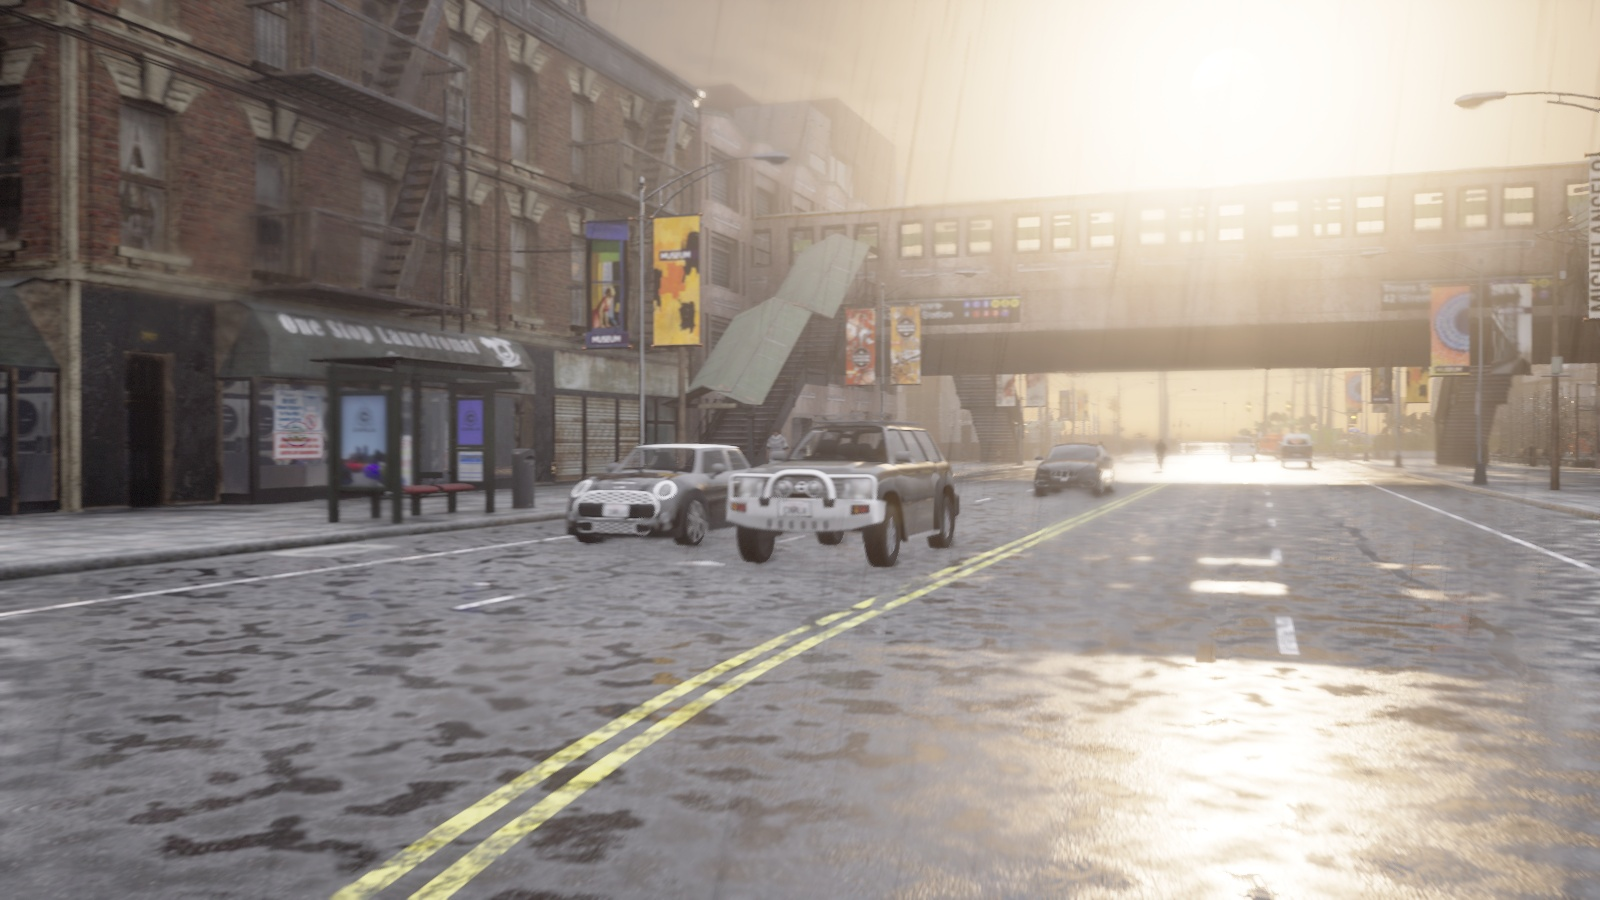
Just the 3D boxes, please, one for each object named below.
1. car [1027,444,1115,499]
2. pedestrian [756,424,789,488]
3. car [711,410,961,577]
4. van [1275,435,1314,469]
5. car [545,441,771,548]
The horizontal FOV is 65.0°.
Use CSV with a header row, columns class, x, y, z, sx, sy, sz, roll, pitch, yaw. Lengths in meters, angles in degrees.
class,x,y,z,sx,sy,sz,roll,pitch,yaw
car,7.962,0.561,36.573,1.837,1.490,4.892,0,0,20
pedestrian,-0.846,0.181,38.969,0.659,1.952,0.873,0,0,28
car,0.653,0.471,16.508,1.932,1.855,4.605,0,0,20
van,30.292,0.099,76.991,2.069,2.038,4.480,0,0,20
car,-2.050,0.598,19.314,1.970,1.475,3.806,0,0,20
